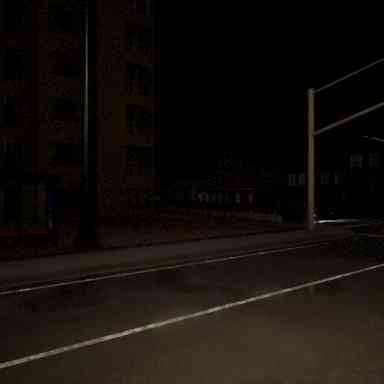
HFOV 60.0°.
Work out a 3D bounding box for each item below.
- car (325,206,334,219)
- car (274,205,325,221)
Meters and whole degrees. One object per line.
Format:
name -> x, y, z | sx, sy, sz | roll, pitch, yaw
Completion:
car -> 11.996, 2.078, 34.049 | 2.128, 1.511, 4.902 | 0, -5, -36
car -> 9.656, 2.053, 30.988 | 1.994, 1.385, 4.181 | 0, -4, -36
